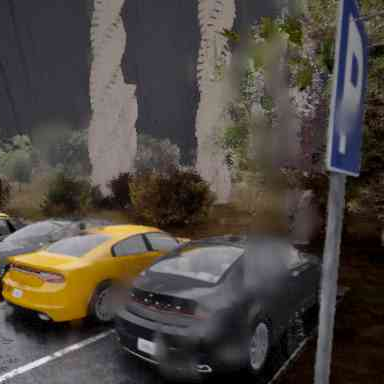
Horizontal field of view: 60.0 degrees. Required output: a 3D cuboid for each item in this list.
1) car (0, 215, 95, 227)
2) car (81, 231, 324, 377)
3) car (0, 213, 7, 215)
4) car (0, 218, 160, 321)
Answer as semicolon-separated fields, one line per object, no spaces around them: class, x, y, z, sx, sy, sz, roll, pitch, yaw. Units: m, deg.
car;-3.578;1.461;8.934;2.231;1.521;4.892;0;0;36
car;0.898;1.477;5.723;2.231;1.521;4.892;0;0;36
car;-5.804;1.479;10.550;2.163;1.488;4.792;0;0;36
car;-1.344;1.469;7.325;2.097;1.535;5.008;0;0;36
